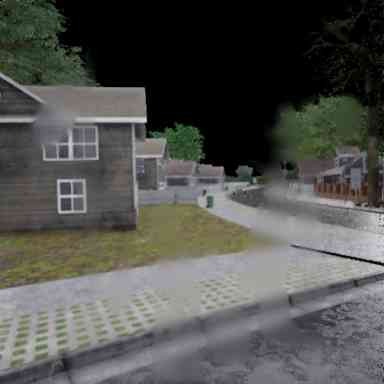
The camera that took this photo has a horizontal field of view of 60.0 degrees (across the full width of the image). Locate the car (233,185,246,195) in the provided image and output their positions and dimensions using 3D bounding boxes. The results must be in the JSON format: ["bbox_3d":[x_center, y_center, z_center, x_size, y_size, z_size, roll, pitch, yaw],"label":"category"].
[{"bbox_3d":[8.129,-0.474,56.683,2.097,1.767,4.553,-1,2,9],"label":"car"}]
